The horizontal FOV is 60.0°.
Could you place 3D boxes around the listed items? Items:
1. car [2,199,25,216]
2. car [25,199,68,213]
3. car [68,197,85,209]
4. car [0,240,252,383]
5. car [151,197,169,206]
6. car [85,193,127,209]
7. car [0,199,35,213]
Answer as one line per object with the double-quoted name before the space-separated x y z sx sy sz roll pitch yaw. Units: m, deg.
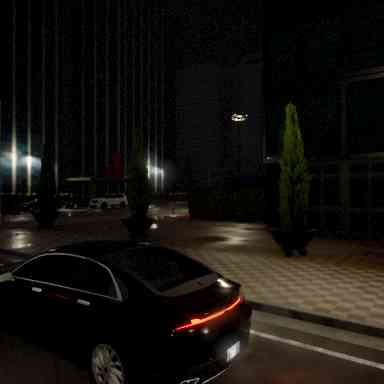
"car" -17.947 1.525 29.805 1.812 1.442 4.674 0 0 35
"car" -17.077 1.491 37.484 2.128 1.511 4.902 0 0 35
"car" -15.373 1.505 45.990 1.837 1.490 4.892 0 0 35
"car" -1.513 1.505 5.085 4.892 1.490 1.837 0 0 36
"car" -5.549 1.564 53.853 1.994 1.385 4.181 0 0 35
"car" -11.355 1.221 45.619 2.150 2.045 5.566 0 0 35
"car" -21.024 1.547 37.948 2.033 1.411 5.357 0 0 35
